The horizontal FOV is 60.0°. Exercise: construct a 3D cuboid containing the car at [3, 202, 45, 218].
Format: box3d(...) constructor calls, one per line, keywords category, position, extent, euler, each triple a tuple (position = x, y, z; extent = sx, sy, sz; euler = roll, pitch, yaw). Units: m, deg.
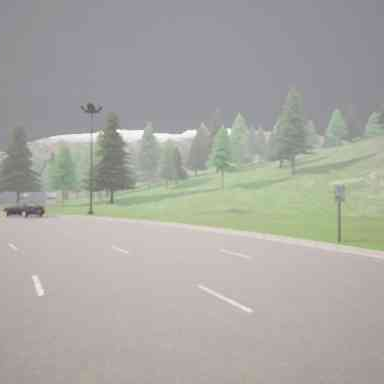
box3d(category="car", position=(-17.228, 1.773, 34.068), extent=(5.008, 1.535, 1.882), euler=(0, -1, 30))
